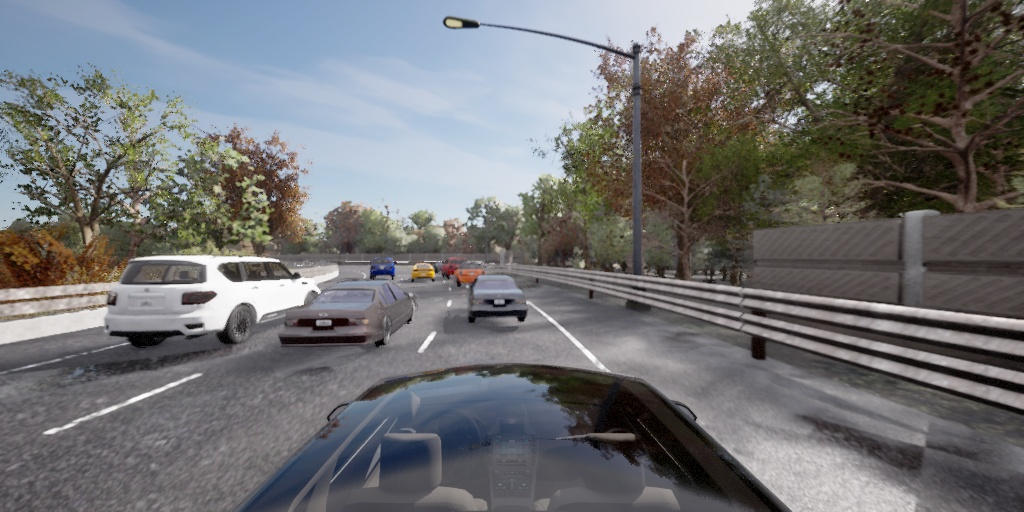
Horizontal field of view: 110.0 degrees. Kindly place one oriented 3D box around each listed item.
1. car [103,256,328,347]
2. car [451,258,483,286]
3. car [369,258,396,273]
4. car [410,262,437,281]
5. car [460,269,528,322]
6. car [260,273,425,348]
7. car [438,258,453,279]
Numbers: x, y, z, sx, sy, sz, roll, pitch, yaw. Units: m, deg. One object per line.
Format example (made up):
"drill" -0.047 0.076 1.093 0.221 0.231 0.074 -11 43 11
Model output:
"car" -7.377 1.027 9.703 2.150 2.045 5.566 0 0 -4
"car" -3.213 1.250 26.856 2.097 1.767 4.553 0 0 -12
"car" -12.331 1.174 34.215 2.150 2.045 5.566 0 0 -18
"car" -8.140 1.415 32.472 1.882 1.535 5.008 0 0 -16
"car" -0.636 1.360 12.609 2.033 1.411 5.357 0 0 -6
"car" -3.825 1.347 9.409 2.033 1.411 5.357 0 0 -4
"car" -5.731 1.179 35.950 2.150 2.045 5.566 0 0 -18
